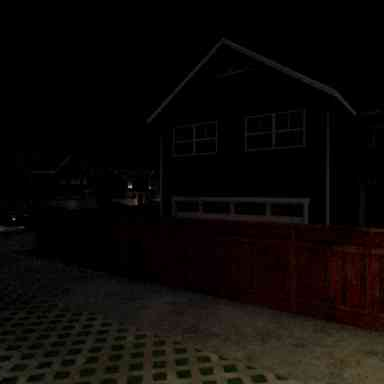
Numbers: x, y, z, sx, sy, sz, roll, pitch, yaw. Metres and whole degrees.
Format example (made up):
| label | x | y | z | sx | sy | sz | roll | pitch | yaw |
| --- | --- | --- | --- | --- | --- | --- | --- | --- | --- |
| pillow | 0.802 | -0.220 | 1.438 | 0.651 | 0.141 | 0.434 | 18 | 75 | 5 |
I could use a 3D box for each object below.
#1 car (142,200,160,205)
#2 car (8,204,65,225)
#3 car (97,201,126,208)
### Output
| label | x | y | z | sx | sy | sz | roll | pitch | yaw |
| --- | --- | --- | --- | --- | --- | --- | --- | --- | --- |
| car | -5.571 | 1.881 | 47.842 | 1.882 | 1.535 | 5.008 | 0 | -1 | 16 |
| car | -11.801 | 1.670 | 25.619 | 2.128 | 1.511 | 4.902 | 0 | -1 | 16 |
| car | -8.775 | 1.799 | 36.471 | 1.837 | 1.490 | 4.892 | 0 | -1 | 16 |
